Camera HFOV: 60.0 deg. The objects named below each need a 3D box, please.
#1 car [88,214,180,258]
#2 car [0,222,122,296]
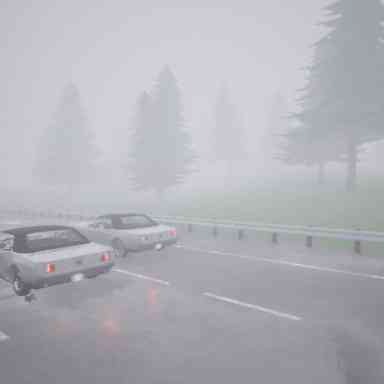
[{"bbox_3d":[-2.723,1.437,12.026,4.718,1.301,1.895,0,1,42],"label":"car"},{"bbox_3d":[-4.074,1.526,8.535,4.718,1.301,1.895,0,1,42],"label":"car"}]
